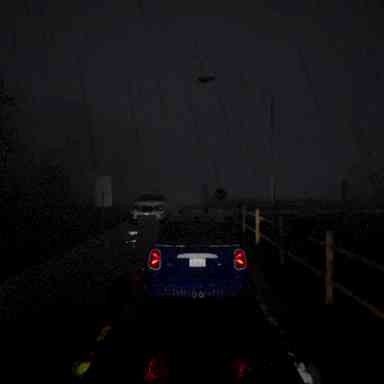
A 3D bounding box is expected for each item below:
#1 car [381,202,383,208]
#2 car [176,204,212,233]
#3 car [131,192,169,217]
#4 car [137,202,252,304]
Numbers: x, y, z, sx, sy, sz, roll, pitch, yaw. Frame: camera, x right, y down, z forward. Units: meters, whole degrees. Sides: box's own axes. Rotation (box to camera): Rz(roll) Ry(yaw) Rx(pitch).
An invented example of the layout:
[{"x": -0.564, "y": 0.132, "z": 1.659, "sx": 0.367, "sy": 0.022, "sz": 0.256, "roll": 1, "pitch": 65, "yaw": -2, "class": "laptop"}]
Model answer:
[{"x": 22.820, "y": 1.157, "z": 35.485, "sx": 5.008, "sy": 1.535, "sz": 1.882, "roll": 0, "pitch": 0, "yaw": -1, "class": "car"}, {"x": 0.159, "y": 1.476, "z": 19.780, "sx": 1.895, "sy": 1.301, "sz": 4.718, "roll": 0, "pitch": 0, "yaw": 2, "class": "car"}, {"x": -2.748, "y": 0.981, "z": 22.863, "sx": 2.150, "sy": 2.045, "sz": 5.566, "roll": 0, "pitch": 0, "yaw": 0, "class": "car"}, {"x": 0.099, "y": 1.301, "z": 8.206, "sx": 2.097, "sy": 1.767, "sz": 4.553, "roll": 0, "pitch": 0, "yaw": 0, "class": "car"}]
